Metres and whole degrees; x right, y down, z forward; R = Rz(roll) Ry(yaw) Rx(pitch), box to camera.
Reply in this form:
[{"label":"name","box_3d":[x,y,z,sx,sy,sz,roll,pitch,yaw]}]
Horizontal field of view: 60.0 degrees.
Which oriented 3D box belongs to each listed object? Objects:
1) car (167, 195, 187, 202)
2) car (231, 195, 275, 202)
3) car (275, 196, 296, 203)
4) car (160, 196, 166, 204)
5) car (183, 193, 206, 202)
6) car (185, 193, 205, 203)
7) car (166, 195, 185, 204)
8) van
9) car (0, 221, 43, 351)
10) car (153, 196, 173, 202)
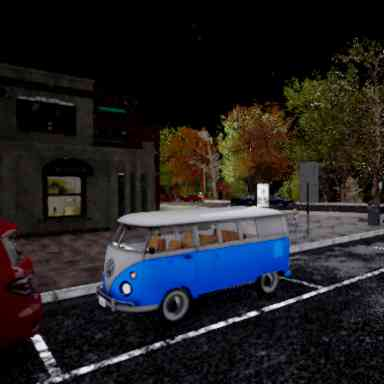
[{"label":"car","box_3d":[-3.067,1.265,68.134,1.812,1.442,4.674,-1,0,-34]},{"label":"car","box_3d":[6.299,1.034,36.735,2.128,1.511,4.902,-1,0,-34]},{"label":"car","box_3d":[9.422,1.098,37.919,1.895,1.301,4.718,-1,0,-34]},{"label":"car","box_3d":[-6.832,1.123,56.271,2.097,1.767,4.553,-1,0,-34]},{"label":"car","box_3d":[0.446,1.024,63.014,2.097,1.767,4.553,-1,0,-34]},{"label":"car","box_3d":[0.013,1.197,57.836,1.812,1.442,4.674,-1,0,-34]},{"label":"car","box_3d":[-3.590,1.250,57.269,1.812,1.442,4.674,-1,0,-34]},{"label":"van","box_3d":[0.223,1.244,6.714,3.998,1.788,1.690,-2,2,-35]},{"label":"car","box_3d":[-4.284,1.354,3.490,5.009,1.841,2.192,-2,2,-35]},{"label":"car","box_3d":[-5.773,1.372,66.336,1.895,1.301,4.718,-1,0,-34]}]
